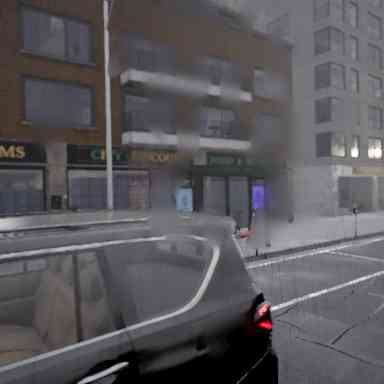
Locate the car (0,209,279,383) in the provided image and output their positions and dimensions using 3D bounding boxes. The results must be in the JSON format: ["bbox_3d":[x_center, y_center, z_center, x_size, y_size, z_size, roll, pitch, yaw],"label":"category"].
[{"bbox_3d":[-1.895,1.233,2.038,5.566,2.045,2.150,-2,1,-35],"label":"car"}]
